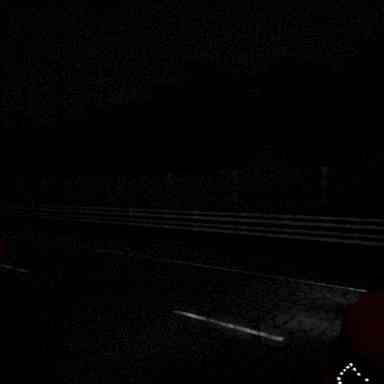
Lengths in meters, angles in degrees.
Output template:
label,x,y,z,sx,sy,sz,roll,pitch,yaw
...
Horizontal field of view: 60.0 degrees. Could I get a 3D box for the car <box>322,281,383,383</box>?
label,x,y,z,sx,sy,sz,roll,pitch,yaw
car,3.541,1.226,1.466,5.566,2.045,2.150,0,0,35

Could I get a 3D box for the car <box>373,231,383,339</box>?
label,x,y,z,sx,sy,sz,roll,pitch,yaw
car,5.333,1.511,4.487,4.892,1.490,1.837,0,0,35
